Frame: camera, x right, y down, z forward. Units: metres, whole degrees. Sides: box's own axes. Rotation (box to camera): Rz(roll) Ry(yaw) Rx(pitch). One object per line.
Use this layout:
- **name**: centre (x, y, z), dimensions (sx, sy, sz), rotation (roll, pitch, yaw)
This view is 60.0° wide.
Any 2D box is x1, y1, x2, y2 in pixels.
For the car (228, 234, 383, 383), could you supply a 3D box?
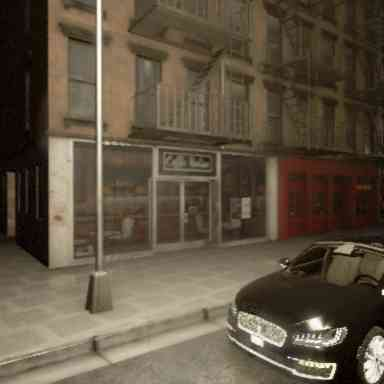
- **car**: centre (2.746, 1.504, 5.336), dimensions (4.892, 1.490, 1.837), rotation (0, 0, -36)
